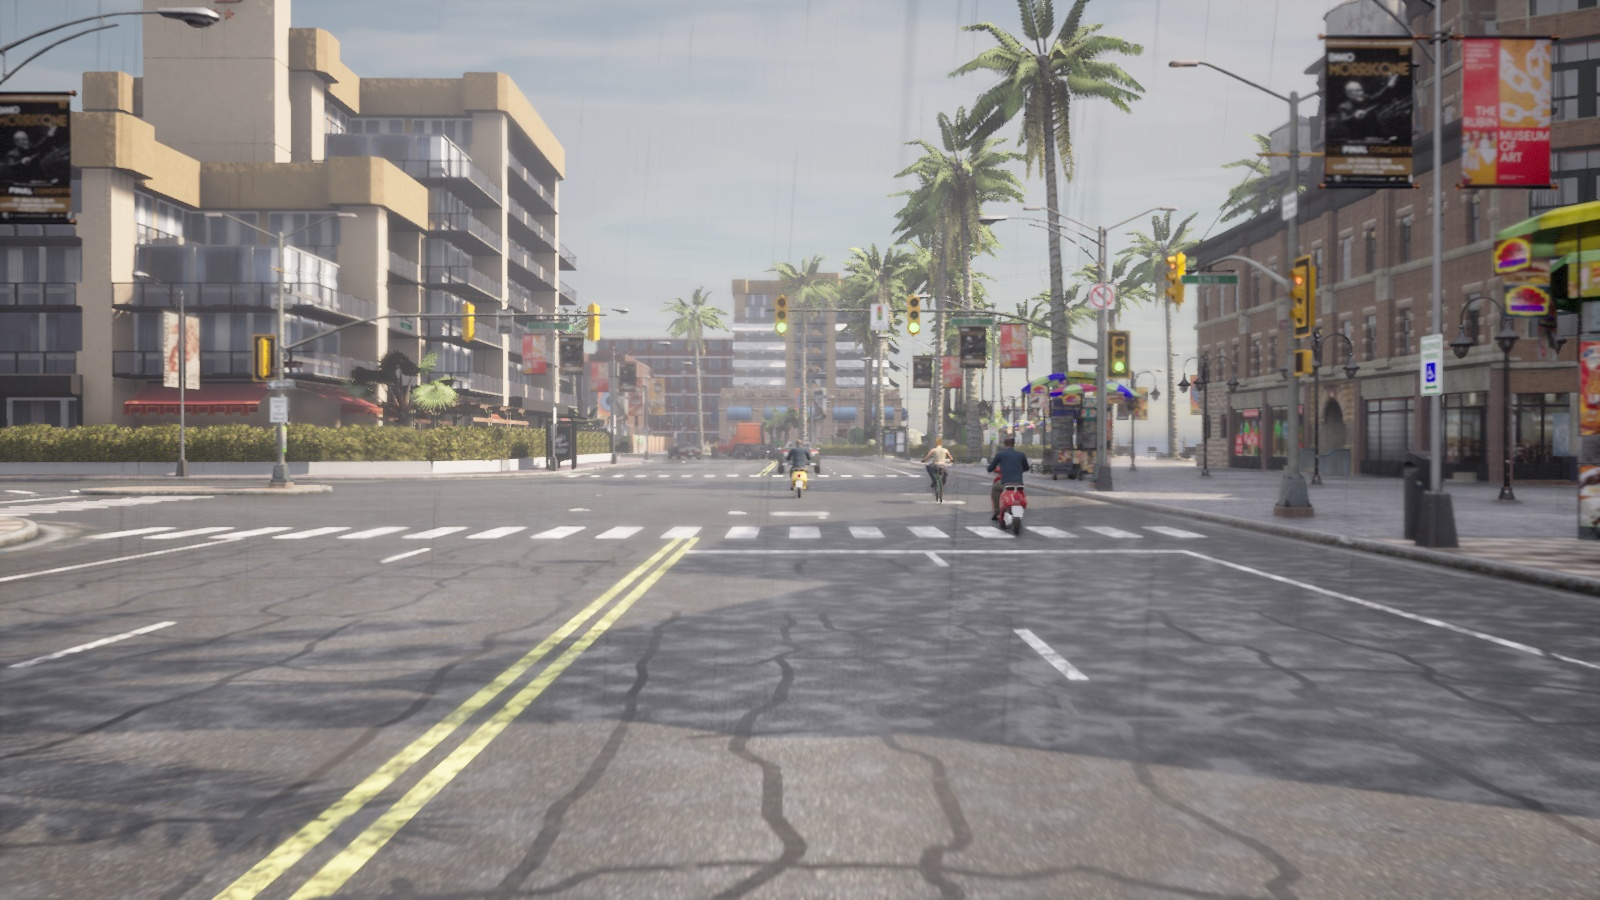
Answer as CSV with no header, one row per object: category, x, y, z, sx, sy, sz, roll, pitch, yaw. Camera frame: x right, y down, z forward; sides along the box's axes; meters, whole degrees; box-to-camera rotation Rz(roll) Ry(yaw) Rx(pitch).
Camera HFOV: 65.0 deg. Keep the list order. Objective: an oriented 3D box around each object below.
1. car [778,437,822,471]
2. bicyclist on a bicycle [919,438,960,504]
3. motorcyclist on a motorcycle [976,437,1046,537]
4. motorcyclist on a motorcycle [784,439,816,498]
car,-0.030,0.165,63.942,2.152,1.651,5.027,0,0,0
bicyclist on a bicycle,3.488,0.508,31.561,0.866,1.612,1.509,0,0,0
motorcyclist on a motorcycle,3.501,0.584,20.987,0.866,1.590,1.817,0,0,0
motorcyclist on a motorcycle,-0.010,0.504,34.705,0.866,1.590,1.817,0,0,0
